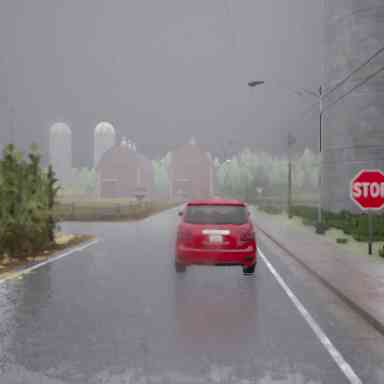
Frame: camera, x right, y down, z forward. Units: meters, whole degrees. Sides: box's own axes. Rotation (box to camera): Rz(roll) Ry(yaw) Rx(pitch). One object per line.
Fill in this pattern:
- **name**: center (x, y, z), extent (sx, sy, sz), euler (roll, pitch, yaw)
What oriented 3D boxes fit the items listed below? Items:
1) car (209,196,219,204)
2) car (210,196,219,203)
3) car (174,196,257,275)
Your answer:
- **car**: center (4.190, 1.506, 61.959), extent (1.812, 1.442, 4.674), euler (0, 0, 4)
- **car**: center (4.790, 1.554, 71.988), extent (1.895, 1.301, 4.718), euler (0, 0, 4)
- **car**: center (0.689, 1.217, 10.663), extent (2.150, 2.045, 5.566), euler (0, 0, 2)
